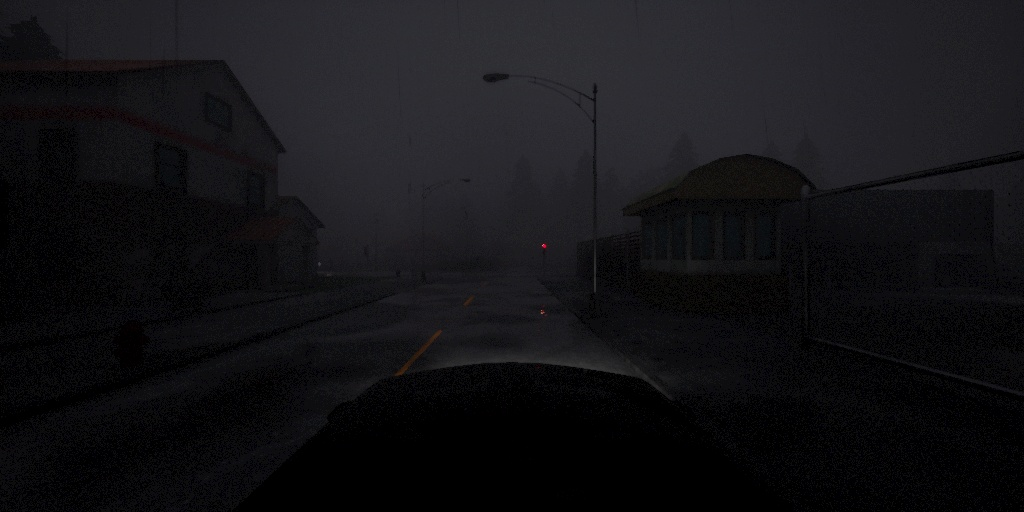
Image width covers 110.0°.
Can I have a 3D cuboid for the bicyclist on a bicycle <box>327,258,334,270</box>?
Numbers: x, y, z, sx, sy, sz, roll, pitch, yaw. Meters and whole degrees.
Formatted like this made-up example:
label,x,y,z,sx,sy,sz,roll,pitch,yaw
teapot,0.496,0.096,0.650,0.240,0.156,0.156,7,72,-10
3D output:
label,x,y,z,sx,sy,sz,roll,pitch,yaw
bicyclist on a bicycle,-23.983,1.097,47.352,0.582,1.620,1.656,0,0,0
